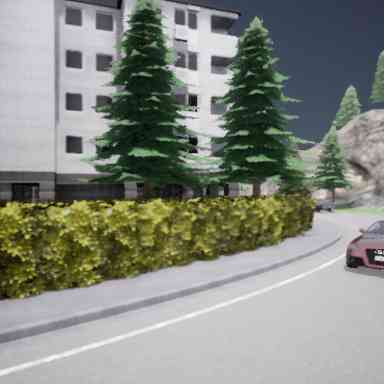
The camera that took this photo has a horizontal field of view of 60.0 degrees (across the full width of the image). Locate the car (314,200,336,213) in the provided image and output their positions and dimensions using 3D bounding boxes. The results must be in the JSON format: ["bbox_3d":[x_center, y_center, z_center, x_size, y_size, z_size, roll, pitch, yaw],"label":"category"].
[{"bbox_3d":[15.093,1.703,40.375,2.033,1.411,5.357,0,0,-15],"label":"car"}]

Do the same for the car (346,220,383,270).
[{"bbox_3d":[6.322,1.590,10.328,1.994,1.385,4.181,-1,-1,41],"label":"car"}]
